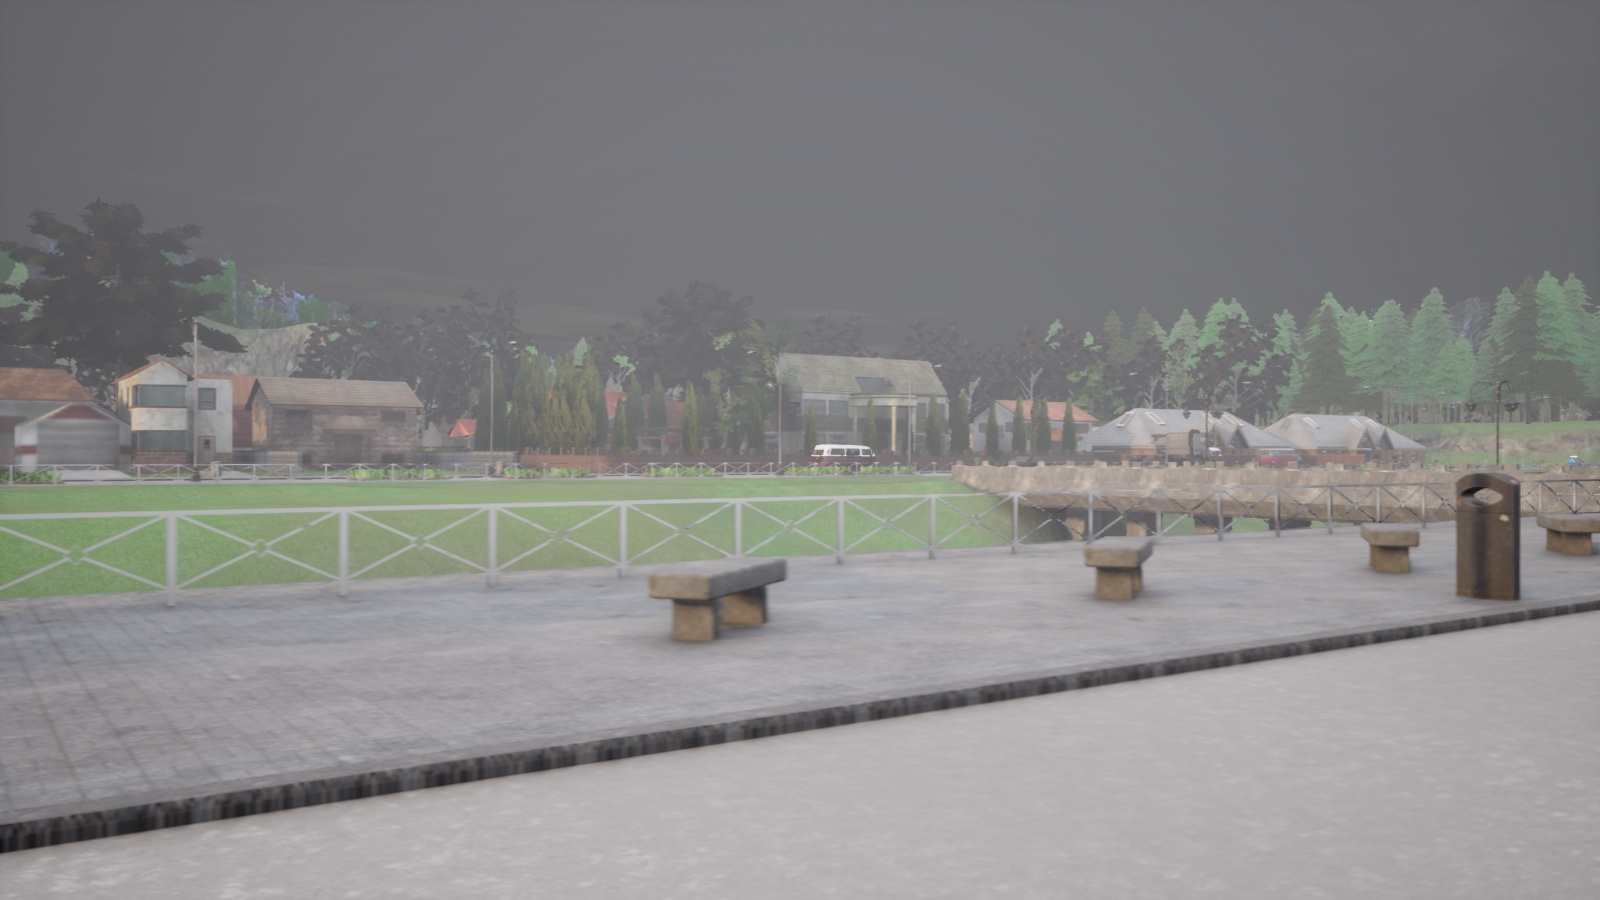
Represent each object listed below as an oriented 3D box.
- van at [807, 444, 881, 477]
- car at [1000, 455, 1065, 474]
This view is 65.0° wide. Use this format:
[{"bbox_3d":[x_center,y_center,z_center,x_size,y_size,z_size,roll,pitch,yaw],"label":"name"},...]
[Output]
[{"bbox_3d":[2.852,0.662,81.416,4.480,2.038,2.069,0,0,-35],"label":"van"},{"bbox_3d":[16.901,1.033,91.189,4.718,1.301,1.895,0,0,-35],"label":"car"}]
